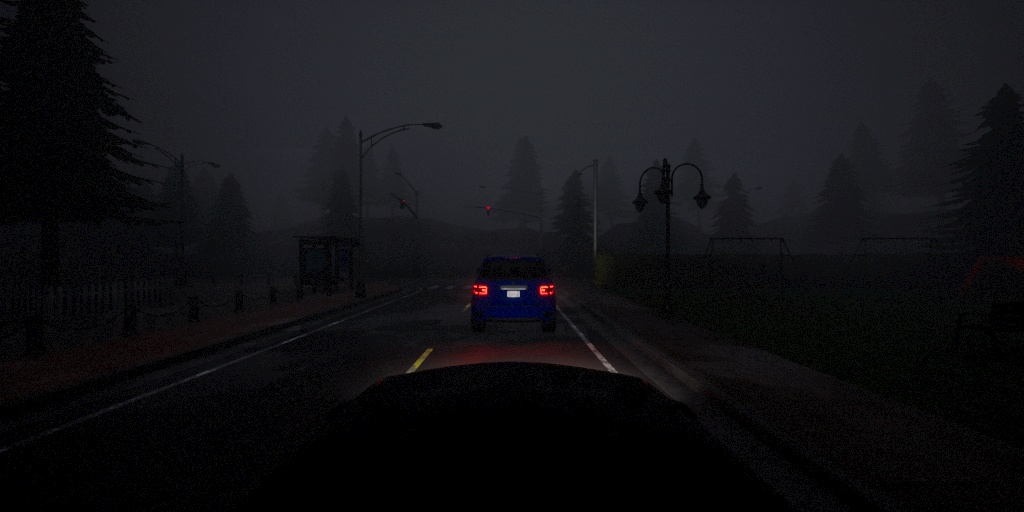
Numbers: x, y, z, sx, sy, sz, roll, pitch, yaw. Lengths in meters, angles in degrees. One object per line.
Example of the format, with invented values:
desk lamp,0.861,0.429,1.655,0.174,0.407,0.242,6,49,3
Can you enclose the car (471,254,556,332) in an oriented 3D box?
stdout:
car,0.057,0.971,10.981,2.150,2.045,5.566,0,0,0
